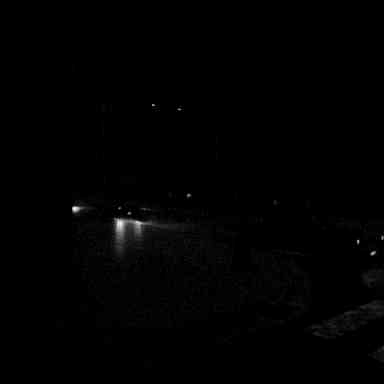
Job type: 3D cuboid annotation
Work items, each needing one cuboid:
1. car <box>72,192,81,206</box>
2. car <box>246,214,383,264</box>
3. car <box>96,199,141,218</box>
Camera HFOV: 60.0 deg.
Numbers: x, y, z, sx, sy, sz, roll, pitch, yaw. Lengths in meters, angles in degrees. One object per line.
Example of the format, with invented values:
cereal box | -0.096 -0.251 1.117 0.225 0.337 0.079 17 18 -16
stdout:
car | -15.282 0.539 39.387 2.150 2.045 5.566 0 1 -33
car | 4.130 1.478 11.725 1.895 1.301 4.718 0 1 -35
car | -5.777 1.200 25.804 1.895 1.301 4.718 0 1 -35
